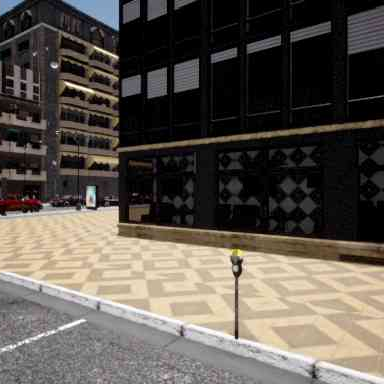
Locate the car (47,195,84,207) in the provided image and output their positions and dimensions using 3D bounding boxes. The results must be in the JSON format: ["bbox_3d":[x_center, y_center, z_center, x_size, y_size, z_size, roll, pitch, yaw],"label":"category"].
[{"bbox_3d":[-16.141,1.074,42.654,1.802,1.307,4.206,1,2,35],"label":"car"}]

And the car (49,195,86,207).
[{"bbox_3d":[-14.674,1.082,40.265,1.994,1.385,4.181,0,1,35],"label":"car"}]

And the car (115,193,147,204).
[{"bbox_3d":[-8.869,0.853,48.509,1.812,1.442,4.674,0,1,35],"label":"car"}]

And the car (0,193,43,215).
[{"bbox_3d":[-15.620,1.029,28.805,2.192,1.841,5.009,1,2,35],"label":"car"}]

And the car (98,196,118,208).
[{"bbox_3d":[-9.247,1.072,37.891,1.947,1.339,4.313,1,2,35],"label":"car"}]
